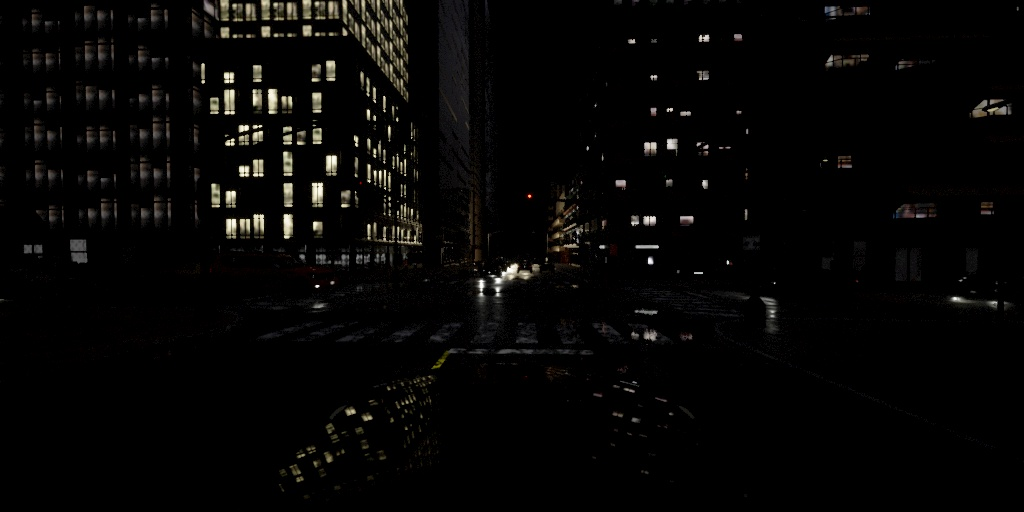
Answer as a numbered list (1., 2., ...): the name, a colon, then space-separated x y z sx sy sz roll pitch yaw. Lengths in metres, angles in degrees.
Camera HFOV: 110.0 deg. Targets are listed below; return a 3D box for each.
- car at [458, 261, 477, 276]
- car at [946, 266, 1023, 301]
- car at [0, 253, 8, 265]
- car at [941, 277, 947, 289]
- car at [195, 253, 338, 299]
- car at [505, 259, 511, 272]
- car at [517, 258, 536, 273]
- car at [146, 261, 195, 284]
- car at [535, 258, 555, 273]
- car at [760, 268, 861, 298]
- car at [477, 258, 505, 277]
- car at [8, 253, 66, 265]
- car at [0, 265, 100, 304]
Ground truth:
1. car: -4.478 1.266 36.910 1.751 1.417 4.829 0 0 2
2. car: 26.118 1.297 18.440 4.553 1.767 2.097 1 1 3
3. car: -29.580 0.747 17.983 5.566 2.045 2.150 1 1 3
4. car: 28.044 1.461 20.951 4.507 1.381 1.888 0 0 3
5. car: -11.501 0.909 17.380 5.566 2.045 2.150 1 1 -1
6. car: -1.603 1.303 44.702 1.994 1.385 4.181 0 0 2
7. car: 1.585 1.286 44.505 2.033 1.411 5.357 0 0 2
8. car: -20.943 1.030 23.334 4.829 1.417 1.751 0 0 3
9. car: 4.103 1.290 42.435 2.007 1.370 4.403 0 0 2
10. car: 15.530 1.382 18.975 4.674 1.442 1.812 1 1 4
11. car: -1.958 1.246 34.805 1.837 1.490 4.892 0 0 2
12. car: -32.875 0.713 23.960 5.009 1.841 2.192 0 0 3
13. car: -19.858 1.205 14.957 4.403 1.370 2.007 0 0 3
